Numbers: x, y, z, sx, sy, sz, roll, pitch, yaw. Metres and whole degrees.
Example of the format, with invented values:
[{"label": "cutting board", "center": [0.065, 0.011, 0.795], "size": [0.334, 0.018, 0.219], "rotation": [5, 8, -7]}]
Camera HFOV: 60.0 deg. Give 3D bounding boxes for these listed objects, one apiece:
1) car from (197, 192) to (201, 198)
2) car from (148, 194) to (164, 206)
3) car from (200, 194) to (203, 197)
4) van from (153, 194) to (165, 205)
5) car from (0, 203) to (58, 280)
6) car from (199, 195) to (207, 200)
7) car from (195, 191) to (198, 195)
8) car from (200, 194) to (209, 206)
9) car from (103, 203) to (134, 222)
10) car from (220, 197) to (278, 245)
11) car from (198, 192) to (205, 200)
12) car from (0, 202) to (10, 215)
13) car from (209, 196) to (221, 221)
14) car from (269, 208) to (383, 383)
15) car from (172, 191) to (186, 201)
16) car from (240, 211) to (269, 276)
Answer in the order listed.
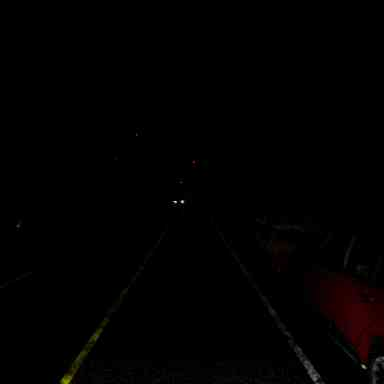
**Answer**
[{"label": "car", "center": [2.750, 1.386, 80.037], "size": [1.887, 1.381, 4.507], "rotation": [0, 0, 0]}, {"label": "car", "center": [-5.771, 1.233, 52.953], "size": [2.192, 1.841, 5.009], "rotation": [0, 0, 0]}, {"label": "car", "center": [2.753, 1.487, 58.356], "size": [1.802, 1.307, 4.206], "rotation": [0, 0, 0]}, {"label": "van", "center": [-5.772, 1.245, 58.373], "size": [1.690, 1.788, 3.998], "rotation": [0, 0, 0]}, {"label": "car", "center": [-5.765, 1.307, 9.929], "size": [2.192, 1.841, 5.009], "rotation": [0, 0, 0]}, {"label": "car", "center": [2.749, 1.389, 85.458], "size": [1.947, 1.339, 4.313], "rotation": [0, 0, 0]}, {"label": "car", "center": [2.749, 1.120, 90.877], "size": [2.192, 1.841, 5.009], "rotation": [0, 0, 0]}, {"label": "car", "center": [2.754, 1.484, 52.936], "size": [1.947, 1.339, 4.313], "rotation": [0, 0, 0]}, {"label": "car", "center": [-5.767, 1.540, 26.394], "size": [1.947, 1.339, 4.313], "rotation": [0, 0, 0]}, {"label": "car", "center": [2.760, 1.303, 15.403], "size": [2.192, 1.841, 5.009], "rotation": [0, 0, 0]}, {"label": "car", "center": [2.753, 1.331, 63.776], "size": [1.967, 1.590, 4.097], "rotation": [0, 0, 0]}, {"label": "car", "center": [-24.325, 1.979, 38.496], "size": [5.357, 1.411, 2.033], "rotation": [-1, 0, 0]}, {"label": "car", "center": [2.758, 1.289, 26.377], "size": [2.192, 1.841, 5.009], "rotation": [0, 0, 0]}, {"label": "car", "center": [2.762, 1.312, 4.429], "size": [2.192, 1.841, 5.009], "rotation": [0, 0, 0]}, {"label": "car", "center": [-3.015, 1.203, 77.981], "size": [2.097, 1.767, 4.553], "rotation": [0, 0, 0]}, {"label": "car", "center": [2.761, 1.518, 10.086], "size": [1.752, 1.417, 4.829], "rotation": [0, 0, 0]}]
